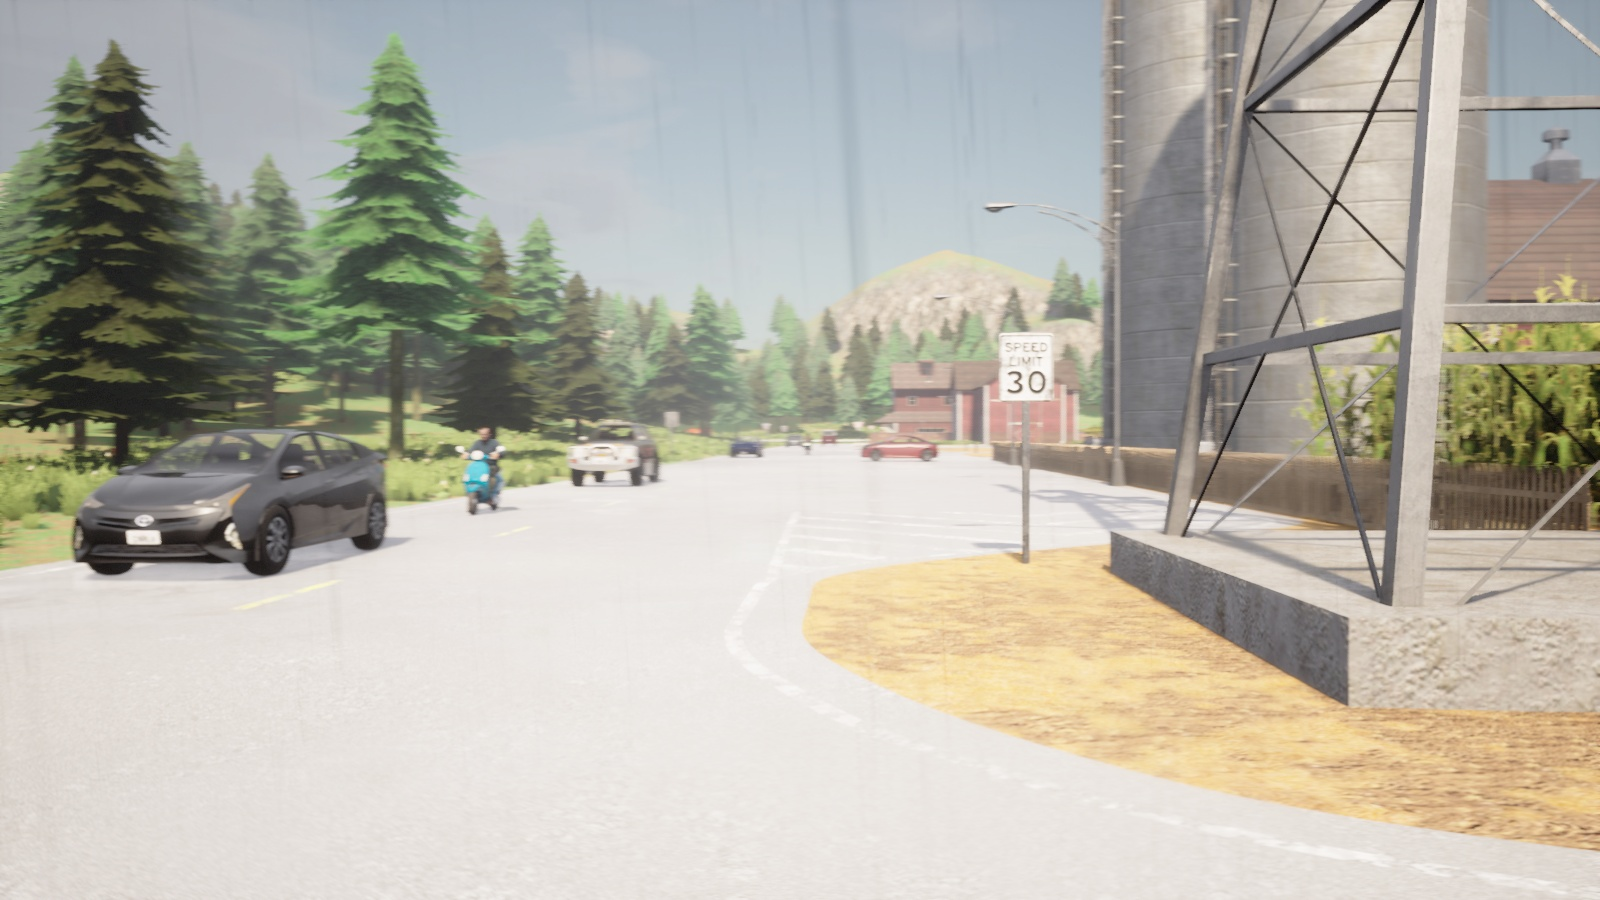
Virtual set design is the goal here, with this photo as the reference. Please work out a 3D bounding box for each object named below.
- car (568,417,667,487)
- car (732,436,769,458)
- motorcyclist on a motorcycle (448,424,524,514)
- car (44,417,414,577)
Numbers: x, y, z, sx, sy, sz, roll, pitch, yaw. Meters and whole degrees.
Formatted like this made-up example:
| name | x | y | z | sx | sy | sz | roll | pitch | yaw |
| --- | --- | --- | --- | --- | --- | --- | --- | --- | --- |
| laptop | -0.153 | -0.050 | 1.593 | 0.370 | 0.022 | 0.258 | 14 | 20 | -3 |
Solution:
| name | x | y | z | sx | sy | sz | roll | pitch | yaw |
| --- | --- | --- | --- | --- | --- | --- | --- | --- | --- |
| car | -5.126 | 0.029 | 35.901 | 1.932 | 1.855 | 4.605 | 0 | 1 | 3 |
| car | -3.024 | -0.206 | 77.998 | 1.895 | 1.301 | 4.718 | 0 | 1 | 3 |
| motorcyclist on a motorcycle | -5.763 | 0.323 | 23.176 | 0.866 | 1.590 | 1.817 | 0 | 1 | 3 |
| car | -6.203 | 0.424 | 14.368 | 2.007 | 1.525 | 4.514 | 0 | 1 | 3 |
